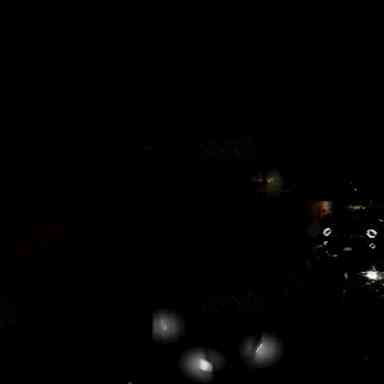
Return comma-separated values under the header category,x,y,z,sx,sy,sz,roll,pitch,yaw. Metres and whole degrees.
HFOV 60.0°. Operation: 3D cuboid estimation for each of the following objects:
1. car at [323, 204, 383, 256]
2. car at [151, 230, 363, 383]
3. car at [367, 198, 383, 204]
category,x,y,z,sx,sy,sz,roll,pitch,yaw
car,7.099,1.592,14.457,2.097,1.767,4.553,-2,-2,33
car,1.603,1.691,6.168,2.033,1.411,5.357,-2,-2,34
car,18.910,1.660,33.271,2.150,2.045,5.566,-2,-2,31
